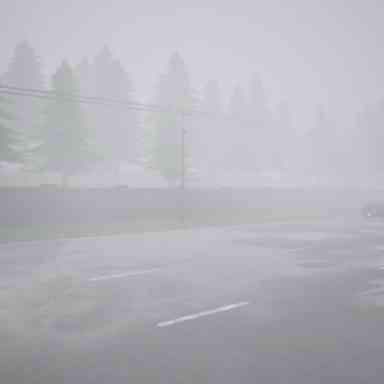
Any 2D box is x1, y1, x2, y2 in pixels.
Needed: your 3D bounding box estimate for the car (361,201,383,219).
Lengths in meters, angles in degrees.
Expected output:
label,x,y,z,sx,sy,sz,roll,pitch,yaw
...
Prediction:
label,x,y,z,sx,sy,sz,roll,pitch,yaw
car,15.744,1.476,27.135,4.892,1.490,1.837,0,0,-34
